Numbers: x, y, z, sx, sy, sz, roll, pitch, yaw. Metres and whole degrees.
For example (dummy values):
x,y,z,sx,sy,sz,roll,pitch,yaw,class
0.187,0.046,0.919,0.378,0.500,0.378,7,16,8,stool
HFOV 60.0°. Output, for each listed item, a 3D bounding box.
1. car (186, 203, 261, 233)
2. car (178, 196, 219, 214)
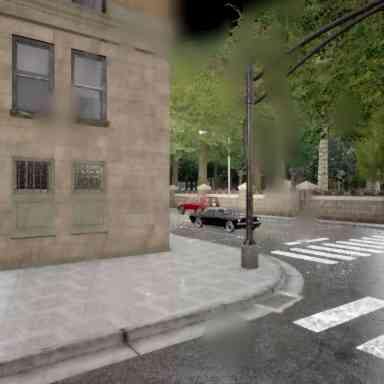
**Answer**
x,y,z,sx,sy,sz,roll,pitch,yaw,class
1.882,1.586,19.901,1.895,1.301,4.718,0,0,-35,car
0.639,1.285,31.844,2.192,1.841,5.009,0,0,-35,car
